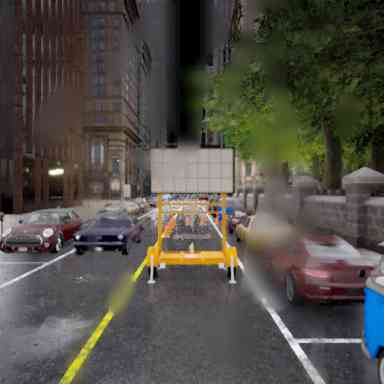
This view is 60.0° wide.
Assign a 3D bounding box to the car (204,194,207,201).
[{"bbox_3d":[2.771,1.272,35.414,2.192,1.841,5.009,0,0,0],"label":"car"}]

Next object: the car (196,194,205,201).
[{"bbox_3d":[2.777,1.189,78.558,2.192,1.841,5.009,0,0,0],"label":"car"}]

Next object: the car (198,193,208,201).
[{"bbox_3d":[2.778,1.183,83.999,2.192,1.841,5.009,0,0,0],"label":"car"}]

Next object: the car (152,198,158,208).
[{"bbox_3d":[-5.753,1.497,46.453,1.947,1.339,4.313,0,0,0],"label":"car"}]

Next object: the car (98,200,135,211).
[{"bbox_3d":[-5.758,1.528,24.357,2.008,1.369,4.403,0,0,0],"label":"car"}]

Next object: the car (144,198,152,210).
[{"bbox_3d":[-5.755,1.397,35.405,1.967,1.590,4.097,0,0,0],"label":"car"}]

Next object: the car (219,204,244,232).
[{"bbox_3d":[2.767,1.566,18.841,1.802,1.307,4.206,0,0,0],"label":"car"}]

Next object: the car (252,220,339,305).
[{"bbox_3d":[2.765,1.576,7.793,1.802,1.307,4.206,0,0,0],"label":"car"}]

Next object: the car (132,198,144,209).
[{"bbox_3d":[-5.756,1.494,29.711,1.752,1.417,4.829,0,0,0],"label":"car"}]

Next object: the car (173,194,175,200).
[{"bbox_3d":[-5.748,1.315,78.551,1.967,1.590,4.097,0,0,0],"label":"car"}]

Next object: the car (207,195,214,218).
[{"bbox_3d":[2.770,1.283,29.890,2.192,1.841,5.009,0,0,0],"label":"car"}]

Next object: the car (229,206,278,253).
[{"bbox_3d":[2.766,1.515,13.487,1.752,1.417,4.829,0,0,0],"label":"car"}]

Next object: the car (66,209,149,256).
[{"bbox_3d":[-3.099,1.590,13.250,1.895,1.301,4.718,0,0,0],"label":"car"}]

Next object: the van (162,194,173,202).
[{"bbox_3d":[-5.749,1.223,73.110,1.690,1.788,3.998,0,0,0],"label":"van"}]

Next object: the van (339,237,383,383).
[{"bbox_3d":[2.764,1.340,2.268,1.690,1.788,3.998,0,0,0],"label":"van"}]

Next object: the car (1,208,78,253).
[{"bbox_3d":[-5.759,1.430,13.307,1.967,1.590,4.097,0,0,0],"label":"car"}]

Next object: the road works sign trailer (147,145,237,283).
[{"bbox_3d":[0.002,0.457,9.588,2.380,3.560,2.880,0,0,0],"label":"road works sign trailer"}]

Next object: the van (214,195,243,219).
[{"bbox_3d":[2.768,1.318,24.366,1.690,1.788,3.998,0,0,0],"label":"van"}]
